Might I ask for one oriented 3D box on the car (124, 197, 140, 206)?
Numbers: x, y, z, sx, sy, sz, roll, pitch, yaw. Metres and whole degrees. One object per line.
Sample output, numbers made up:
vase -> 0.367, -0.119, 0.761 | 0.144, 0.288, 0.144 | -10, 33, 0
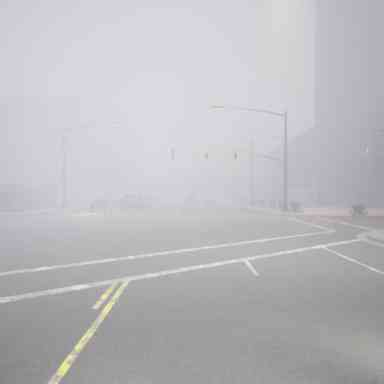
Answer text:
car -> -10.574, 1.592, 58.700 | 1.882, 1.535, 5.008 | 0, -1, 0

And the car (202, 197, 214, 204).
car -> 3.472, 1.726, 68.010 | 1.812, 1.442, 4.674 | 0, -1, 0

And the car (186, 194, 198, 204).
car -> -0.028, 1.418, 67.625 | 2.150, 2.045, 5.566 | 0, -1, 0

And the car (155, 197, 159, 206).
car -> -7.078, 1.596, 59.185 | 1.882, 1.535, 5.008 | 0, 0, 0

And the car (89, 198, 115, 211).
car -> -10.584, 1.448, 39.132 | 2.128, 1.511, 4.902 | 0, 0, 0

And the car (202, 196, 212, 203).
car -> 3.468, 1.762, 78.012 | 2.033, 1.411, 5.357 | 0, -1, 0

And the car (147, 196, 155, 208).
car -> -7.078, 1.378, 49.145 | 2.097, 1.767, 4.553 | 0, -1, -1

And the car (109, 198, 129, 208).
car -> -10.582, 1.621, 48.405 | 1.895, 1.301, 4.718 | 0, 0, 0

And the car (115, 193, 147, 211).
car -> -7.086, 1.184, 39.505 | 2.150, 2.045, 5.566 | 0, 0, 0
